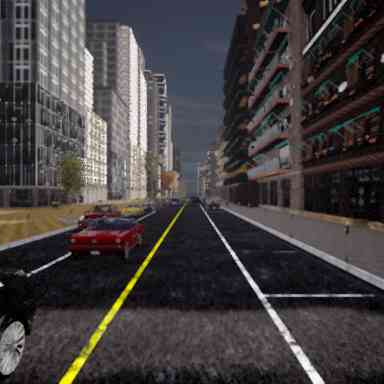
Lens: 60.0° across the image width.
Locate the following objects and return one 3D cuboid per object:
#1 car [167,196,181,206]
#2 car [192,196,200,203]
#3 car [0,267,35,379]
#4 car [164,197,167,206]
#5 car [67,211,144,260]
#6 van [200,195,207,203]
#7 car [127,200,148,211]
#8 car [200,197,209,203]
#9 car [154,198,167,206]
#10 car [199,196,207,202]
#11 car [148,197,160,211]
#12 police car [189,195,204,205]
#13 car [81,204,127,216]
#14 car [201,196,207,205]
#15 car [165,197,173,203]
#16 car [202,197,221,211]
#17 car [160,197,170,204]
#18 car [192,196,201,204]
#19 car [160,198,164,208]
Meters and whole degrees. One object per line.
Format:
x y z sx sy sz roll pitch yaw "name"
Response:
-2.971 1.746 58.392 1.812 1.442 4.674 0 0 1 "car"
1.004 1.801 79.842 1.882 1.535 5.008 0 0 0 "car"
-3.098 1.499 2.693 2.128 1.511 4.902 0 0 0 "car"
-5.621 1.752 54.116 2.008 1.369 4.403 0 0 0 "car"
-3.077 1.643 12.789 1.895 1.301 4.718 0 0 0 "car"
2.796 1.674 81.769 1.690 1.788 3.998 0 0 0 "van"
-5.650 1.636 31.817 1.752 1.417 4.829 0 0 0 "car"
2.789 1.888 76.236 1.802 1.307 4.206 0 0 0 "car"
-5.613 1.769 59.649 1.887 1.381 4.507 0 0 0 "car"
2.804 1.800 87.301 1.967 1.590 4.097 0 0 0 "car"
-5.635 1.707 43.052 2.008 1.369 4.403 0 0 0 "car"
0.891 1.673 63.977 1.930 1.638 5.238 0 0 2 "police car"
-5.665 1.510 20.921 1.967 1.590 4.097 0 0 0 "car"
2.753 1.734 48.573 2.008 1.369 4.403 0 0 0 "car"
-5.584 1.909 81.780 1.802 1.307 4.206 0 0 0 "car"
2.745 1.712 43.040 2.008 1.369 4.403 0 0 0 "car"
-5.599 1.799 70.544 1.752 1.417 4.829 0 0 0 "car"
0.997 1.750 74.032 1.801 1.575 5.366 0 0 0 "car"
-5.628 1.618 48.585 1.967 1.590 4.097 0 0 0 "car"
